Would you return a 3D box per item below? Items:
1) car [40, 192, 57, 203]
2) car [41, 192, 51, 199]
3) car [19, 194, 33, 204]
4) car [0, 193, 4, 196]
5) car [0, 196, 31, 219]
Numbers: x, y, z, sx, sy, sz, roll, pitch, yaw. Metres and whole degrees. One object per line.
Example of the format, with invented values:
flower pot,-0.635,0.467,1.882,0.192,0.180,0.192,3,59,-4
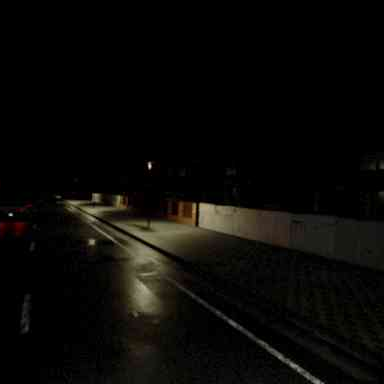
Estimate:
car,-22.179,0.914,51.819,2.128,1.511,4.902,2,0,-25
car,-32.381,0.709,73.716,1.812,1.442,4.674,2,0,-25
car,-23.309,0.981,46.503,1.895,1.301,4.718,2,0,-25
car,-25.970,0.848,44.143,2.033,1.411,5.357,2,0,-24
car,-13.230,1.231,24.636,1.895,1.301,4.718,2,0,-25
